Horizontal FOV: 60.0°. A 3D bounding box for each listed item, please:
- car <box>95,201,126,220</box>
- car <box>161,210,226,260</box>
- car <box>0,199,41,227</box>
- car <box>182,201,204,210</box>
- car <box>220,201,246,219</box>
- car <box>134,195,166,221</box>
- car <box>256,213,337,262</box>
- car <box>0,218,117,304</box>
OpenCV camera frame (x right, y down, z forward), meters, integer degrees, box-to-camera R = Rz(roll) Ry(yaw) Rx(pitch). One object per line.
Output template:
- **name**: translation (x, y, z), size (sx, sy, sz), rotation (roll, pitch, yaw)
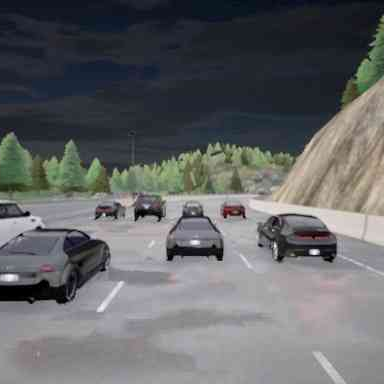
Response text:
- **car**: translation (-6.900, 1.531, 28.473), size (1.837, 1.490, 4.892), rotation (0, 0, 0)
- **car**: translation (0.099, 1.576, 12.578), size (1.994, 1.385, 4.181), rotation (0, 0, 0)
- **car**: translation (-6.901, 1.232, 10.927), size (2.150, 2.045, 5.566), rotation (0, 0, 0)
- **car**: translation (0.090, 1.553, 29.495), size (1.812, 1.442, 4.674), rotation (0, 0, 0)
- **car**: translation (3.607, 1.505, 29.988), size (1.882, 1.535, 5.008), rotation (0, 0, 0)
- **car**: translation (-3.402, 1.247, 27.592), size (2.150, 2.045, 5.566), rotation (0, 0, 0)
- **car**: translation (3.599, 1.516, 12.188), size (1.837, 1.490, 4.892), rotation (0, 0, 0)
- **car**: translation (-3.401, 1.572, 8.211), size (1.994, 1.385, 4.181), rotation (0, 0, 0)
